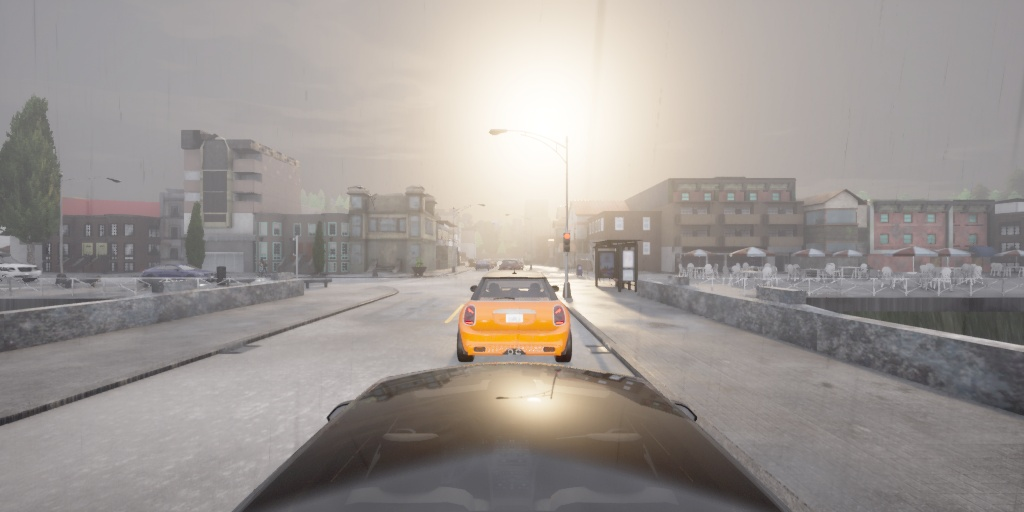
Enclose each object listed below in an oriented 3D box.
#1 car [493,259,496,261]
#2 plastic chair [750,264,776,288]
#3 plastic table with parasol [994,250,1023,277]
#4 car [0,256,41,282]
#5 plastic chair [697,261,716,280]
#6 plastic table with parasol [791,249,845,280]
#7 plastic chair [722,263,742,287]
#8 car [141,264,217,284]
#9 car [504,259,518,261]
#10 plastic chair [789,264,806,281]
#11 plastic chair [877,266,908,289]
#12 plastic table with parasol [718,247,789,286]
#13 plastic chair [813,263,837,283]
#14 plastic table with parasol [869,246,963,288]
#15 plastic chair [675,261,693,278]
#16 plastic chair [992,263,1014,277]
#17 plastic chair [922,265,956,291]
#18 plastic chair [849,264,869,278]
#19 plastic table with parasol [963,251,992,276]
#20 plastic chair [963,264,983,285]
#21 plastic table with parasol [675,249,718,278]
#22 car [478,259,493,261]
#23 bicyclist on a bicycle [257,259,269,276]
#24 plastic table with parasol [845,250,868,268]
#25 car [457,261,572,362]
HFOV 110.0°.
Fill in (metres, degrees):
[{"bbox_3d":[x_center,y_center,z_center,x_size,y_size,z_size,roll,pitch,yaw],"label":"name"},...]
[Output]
[{"bbox_3d":[-4.068,1.228,60.682,1.882,1.535,5.008,0,0,0],"label":"car"},{"bbox_3d":[15.003,1.279,21.410,0.750,1.272,0.730,0,0,0],"label":"plastic chair"},{"bbox_3d":[46.707,0.675,33.180,2.482,2.480,2.482,0,0,0],"label":"plastic table with parasol"},{"bbox_3d":[-38.161,0.974,26.177,5.566,2.045,2.150,0,0,0],"label":"car"},{"bbox_3d":[15.805,1.279,29.210,0.750,1.272,0.730,0,0,0],"label":"plastic chair"},{"bbox_3d":[22.905,0.675,27.458,2.482,2.480,2.482,0,0,0],"label":"plastic table with parasol"},{"bbox_3d":[13.903,1.279,22.811,0.730,1.272,0.750,0,0,0],"label":"plastic chair"},{"bbox_3d":[-24.219,1.276,26.165,4.674,1.442,1.812,0,0,0],"label":"car"},{"bbox_3d":[-0.037,1.102,37.565,2.097,1.767,4.553,0,0,6],"label":"car"},{"bbox_3d":[21.705,1.279,27.508,0.730,1.272,0.750,0,0,0],"label":"plastic chair"},{"bbox_3d":[22.603,1.279,21.308,0.730,1.272,0.750,0,0,0],"label":"plastic chair"},{"bbox_3d":[15.173,0.675,22.670,2.482,2.480,2.482,0,0,0],"label":"plastic table with parasol"},{"bbox_3d":[22.804,1.279,26.108,0.750,1.272,0.730,0,0,0],"label":"plastic chair"},{"bbox_3d":[23.803,0.675,21.257,2.482,2.480,2.482,0,0,0],"label":"plastic table with parasol"},{"bbox_3d":[14.706,1.279,30.610,0.730,1.272,0.750,0,0,0],"label":"plastic chair"},{"bbox_3d":[45.507,1.279,33.301,0.730,1.272,0.750,0,0,0],"label":"plastic chair"},{"bbox_3d":[23.702,1.279,19.907,0.750,1.272,0.730,0,0,0],"label":"plastic chair"},{"bbox_3d":[29.906,1.279,30.805,0.750,1.272,0.730,0,0,0],"label":"plastic chair"},{"bbox_3d":[30.514,0.675,25.085,2.482,2.480,2.482,0,0,0],"label":"plastic table with parasol"},{"bbox_3d":[30.504,1.279,23.805,0.750,1.272,0.730,0,0,0],"label":"plastic chair"},{"bbox_3d":[15.926,0.675,30.490,2.482,2.480,2.482,0,0,0],"label":"plastic table with parasol"},{"bbox_3d":[-4.088,1.228,51.032,1.882,1.535,5.008,0,0,0],"label":"car"},{"bbox_3d":[-24.013,1.099,34.562,0.582,1.620,1.656,0,0,0],"label":"bicyclist on a bicycle"},{"bbox_3d":[30.236,0.675,32.175,2.482,2.480,2.482,0,0,0],"label":"plastic table with parasol"},{"bbox_3d":[0.062,1.102,8.353,2.097,1.767,4.553,0,0,1],"label":"car"}]
